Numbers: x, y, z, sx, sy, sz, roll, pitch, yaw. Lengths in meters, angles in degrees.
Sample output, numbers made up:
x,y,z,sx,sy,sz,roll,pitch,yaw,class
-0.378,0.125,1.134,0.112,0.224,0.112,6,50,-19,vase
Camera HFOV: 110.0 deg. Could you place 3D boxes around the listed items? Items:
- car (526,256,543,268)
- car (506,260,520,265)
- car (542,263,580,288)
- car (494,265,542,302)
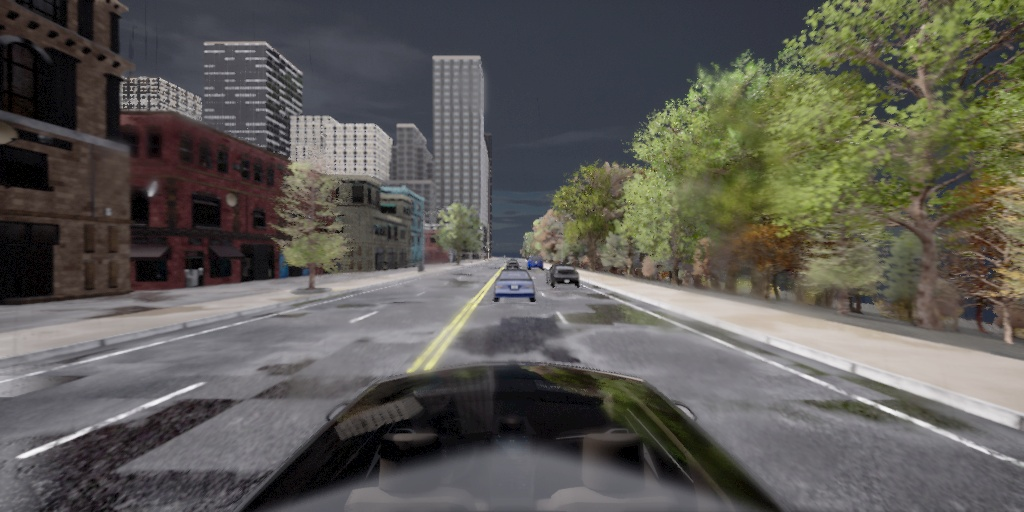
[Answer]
x,y,z,sx,sy,sz,roll,pitch,yaw,class
3.366,1.030,52.634,2.150,2.045,5.566,0,0,0,car
0.118,1.316,54.579,1.837,1.490,4.892,0,0,0,car
3.358,1.284,24.388,1.837,1.490,4.892,0,0,0,car
0.104,1.318,17.172,2.033,1.411,5.357,0,0,0,car
